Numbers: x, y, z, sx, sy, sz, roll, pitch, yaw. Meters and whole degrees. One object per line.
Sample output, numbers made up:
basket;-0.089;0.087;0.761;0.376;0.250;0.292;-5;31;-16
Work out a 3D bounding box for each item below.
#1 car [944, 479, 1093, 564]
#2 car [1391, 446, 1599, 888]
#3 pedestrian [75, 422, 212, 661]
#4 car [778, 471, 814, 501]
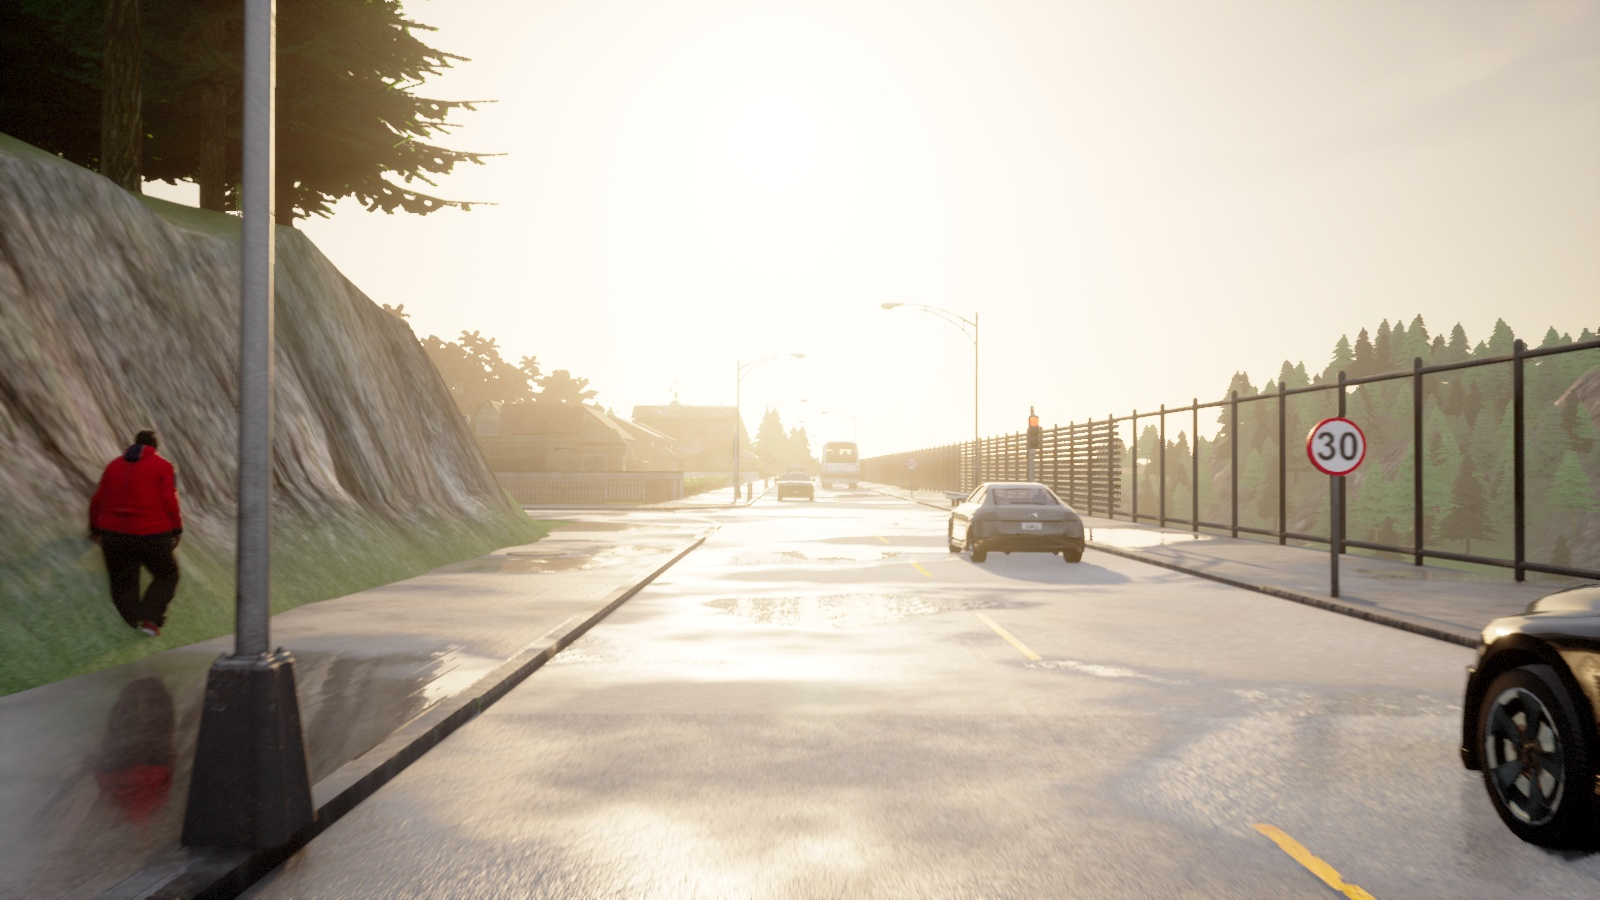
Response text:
car;3.892;1.250;23.118;1.994;1.385;4.181;0;-1;0
car;4.001;0.793;3.871;2.033;1.649;4.856;0;-1;0
pedestrian;-5.296;0.717;10.173;0.634;1.844;0.899;0;-1;0
car;-0.216;1.915;67.010;1.882;1.535;5.008;0;-1;0
